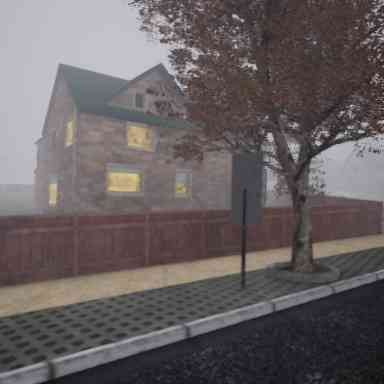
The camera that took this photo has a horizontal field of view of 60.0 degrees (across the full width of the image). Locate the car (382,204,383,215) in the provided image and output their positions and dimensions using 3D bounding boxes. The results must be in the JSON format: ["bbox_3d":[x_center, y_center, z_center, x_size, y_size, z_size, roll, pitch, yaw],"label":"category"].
[{"bbox_3d":[15.603,1.308,23.794,2.033,1.411,5.357,2,2,-3],"label":"car"}]

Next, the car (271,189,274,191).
[{"bbox_3d":[16.111,0.215,64.384,1.812,1.442,4.674,2,1,-3],"label":"car"}]

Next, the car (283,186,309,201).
[{"bbox_3d":[16.776,0.194,53.921,2.150,2.045,5.566,2,2,-3],"label":"car"}]

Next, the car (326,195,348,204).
[{"bbox_3d":[15.014,1.027,33.747,1.994,1.385,4.181,2,2,-4],"label":"car"}]

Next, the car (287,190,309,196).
[{"bbox_3d":[14.414,0.642,44.026,1.882,1.535,5.008,2,2,-3],"label":"car"}]
